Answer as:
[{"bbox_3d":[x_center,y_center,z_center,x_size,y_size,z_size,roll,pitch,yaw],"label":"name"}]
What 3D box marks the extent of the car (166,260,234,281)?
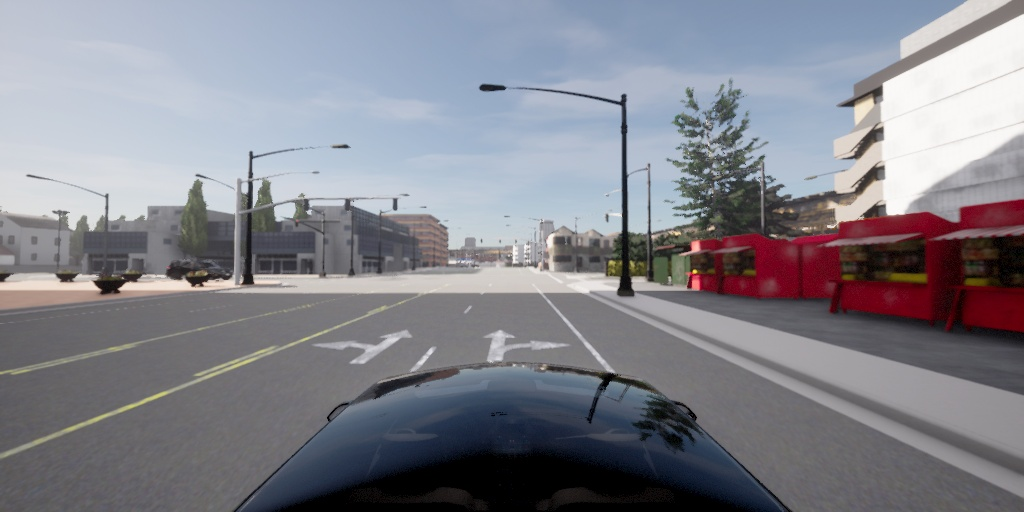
[{"bbox_3d":[-30.807,1.444,35.505,5.566,2.045,2.150,2,-1,0],"label":"car"}]
